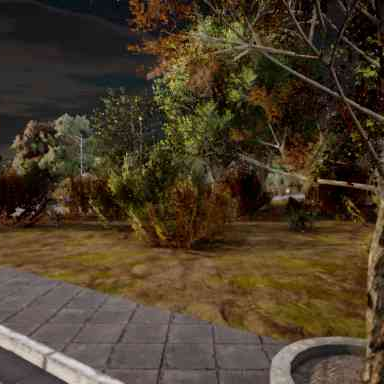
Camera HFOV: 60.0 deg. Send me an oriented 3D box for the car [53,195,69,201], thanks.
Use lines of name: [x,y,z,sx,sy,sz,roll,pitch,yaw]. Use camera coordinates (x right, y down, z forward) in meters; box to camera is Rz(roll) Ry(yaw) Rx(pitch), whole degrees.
car: [-18.080,1.197,47.209,1.882,1.535,5.008,1,1,32]
